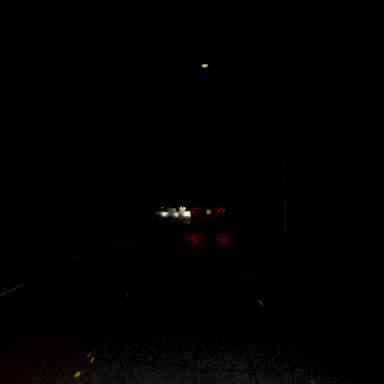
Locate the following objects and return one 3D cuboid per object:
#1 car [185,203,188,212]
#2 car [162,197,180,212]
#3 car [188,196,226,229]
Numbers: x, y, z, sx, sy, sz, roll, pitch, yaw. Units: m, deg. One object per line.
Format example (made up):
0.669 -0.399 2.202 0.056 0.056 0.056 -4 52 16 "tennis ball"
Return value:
0.067 1.944 45.871 1.812 1.442 4.674 0 -1 0 "car"
-2.820 1.618 44.880 2.150 2.045 5.566 0 -2 0 "car"
0.968 1.263 21.960 2.150 2.045 5.566 0 0 0 "car"
